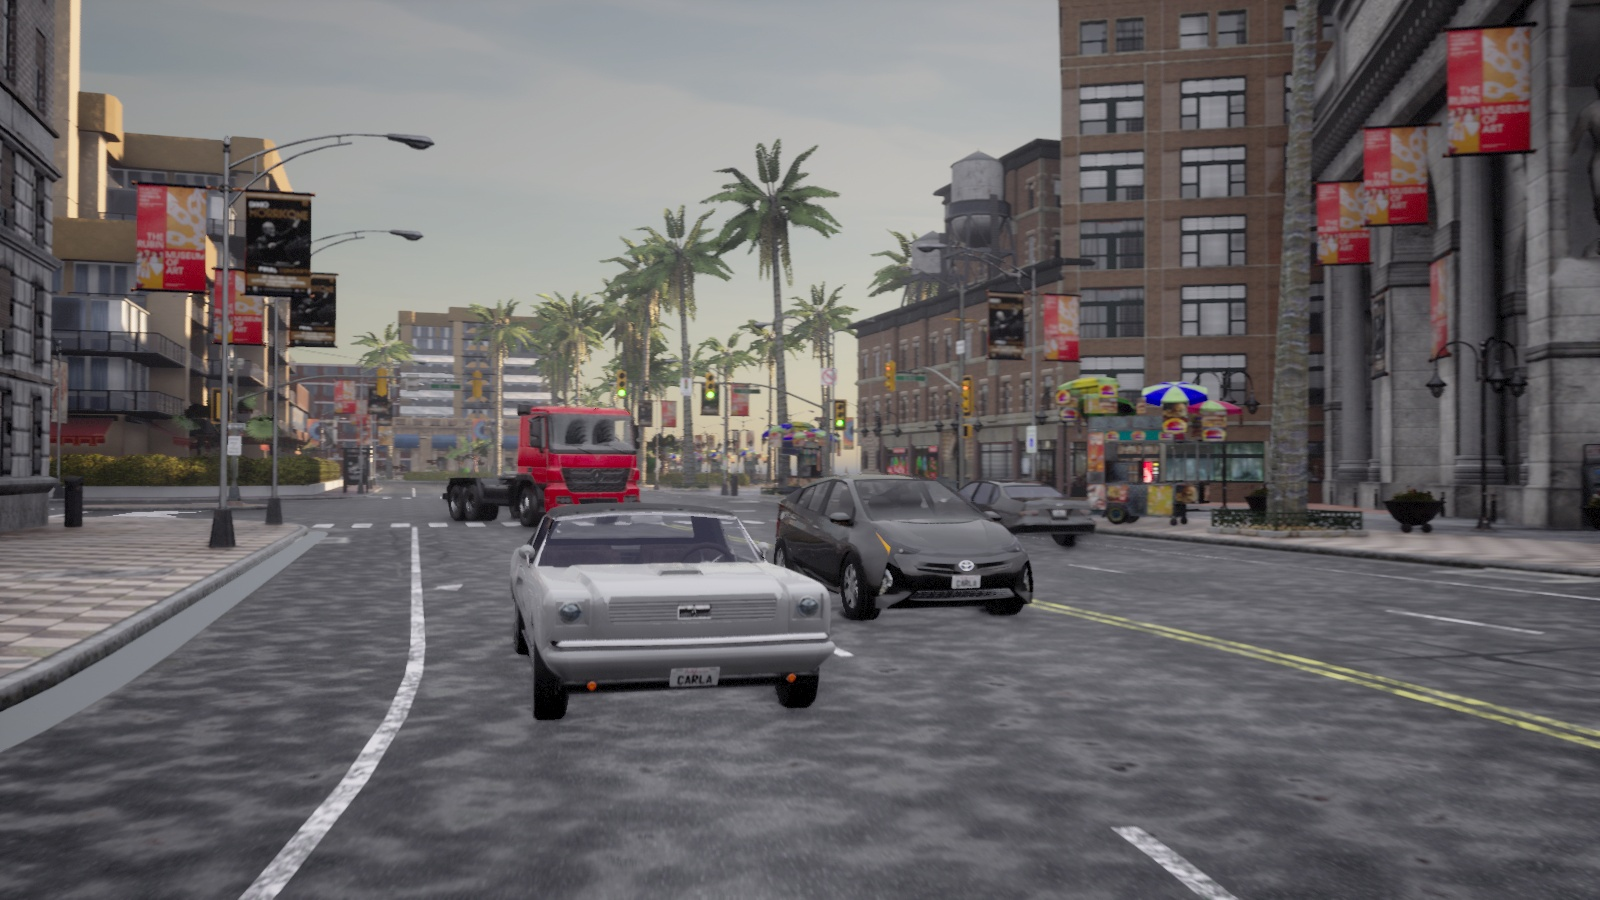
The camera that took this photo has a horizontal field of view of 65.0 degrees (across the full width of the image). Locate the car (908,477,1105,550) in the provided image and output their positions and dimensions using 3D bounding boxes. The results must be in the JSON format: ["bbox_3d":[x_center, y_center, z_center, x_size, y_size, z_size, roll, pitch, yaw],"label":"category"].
[{"bbox_3d":[4.359,1.303,27.597,2.033,1.411,5.357,0,-1,-18],"label":"car"}]

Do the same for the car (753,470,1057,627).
[{"bbox_3d":[1.005,1.003,14.736,2.007,1.525,4.514,0,-1,-17],"label":"car"}]

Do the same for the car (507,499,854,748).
[{"bbox_3d":[-1.200,1.083,9.657,1.895,1.301,4.718,0,-1,-15],"label":"car"}]

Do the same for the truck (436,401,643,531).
[{"bbox_3d":[-7.989,0.504,37.655,2.891,3.462,7.936,0,-1,-38],"label":"truck"}]
